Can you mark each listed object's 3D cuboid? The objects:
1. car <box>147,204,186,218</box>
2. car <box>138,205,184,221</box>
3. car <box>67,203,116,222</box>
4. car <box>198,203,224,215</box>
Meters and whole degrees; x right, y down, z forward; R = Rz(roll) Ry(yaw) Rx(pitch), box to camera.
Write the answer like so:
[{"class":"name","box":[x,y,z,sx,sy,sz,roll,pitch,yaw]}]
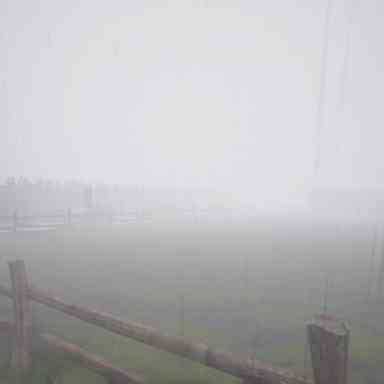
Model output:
[{"class":"car","box":[-3.013,2.273,40.371,2.128,1.511,4.902,-1,-2,36]},{"class":"car","box":[-3.427,2.115,34.784,1.882,1.535,5.008,-1,-2,36]},{"class":"car","box":[-9.472,1.879,31.464,2.097,1.767,4.553,-1,-2,36]},{"class":"car","box":[2.822,2.362,48.378,2.097,1.767,4.553,-1,-2,36]}]
